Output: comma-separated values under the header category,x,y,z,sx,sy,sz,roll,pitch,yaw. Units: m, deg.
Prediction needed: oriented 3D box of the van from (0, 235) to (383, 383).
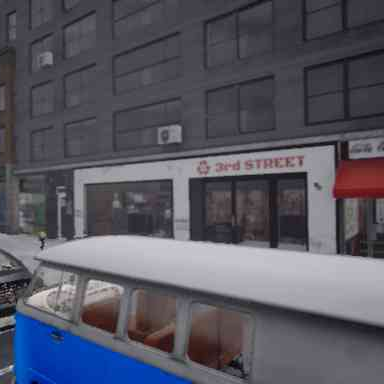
category,x,y,z,sx,sy,sz,roll,pitch,yaw
van,0.077,1.356,2.811,3.998,1.788,1.690,-1,-1,35
